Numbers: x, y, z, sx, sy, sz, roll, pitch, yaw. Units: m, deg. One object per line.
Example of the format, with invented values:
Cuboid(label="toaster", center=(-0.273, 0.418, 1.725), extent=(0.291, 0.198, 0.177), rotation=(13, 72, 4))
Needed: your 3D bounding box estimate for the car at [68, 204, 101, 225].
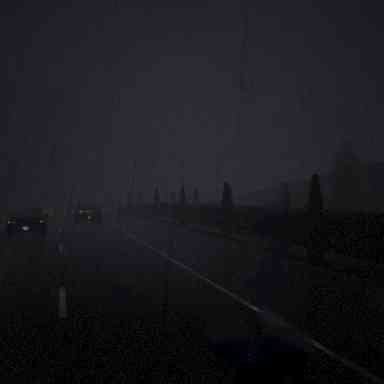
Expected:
Cuboid(label="car", center=(-8.134, 1.653, 25.608), extent=(2.128, 1.511, 4.902), rotation=(0, -2, -22))

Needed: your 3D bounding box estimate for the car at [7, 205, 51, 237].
Cuboid(label="car", center=(-9.138, 1.625, 18.664), extent=(1.812, 1.442, 4.674), rotation=(0, 0, -22))

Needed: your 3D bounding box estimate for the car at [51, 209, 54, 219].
Cuboid(label="car", center=(-15.621, 2.131, 34.959), extent=(1.882, 1.535, 5.008), rotation=(0, -4, -22))

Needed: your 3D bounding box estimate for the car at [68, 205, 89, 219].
Cuboid(label="car", center=(-12.817, 2.292, 37.374), extent=(2.033, 1.411, 5.357), rotation=(0, -4, -22))
